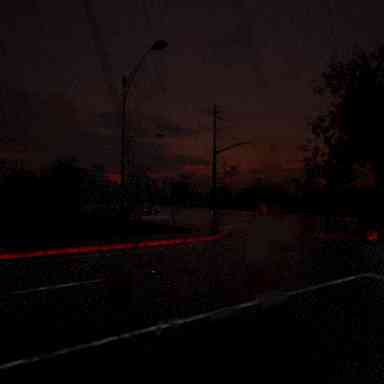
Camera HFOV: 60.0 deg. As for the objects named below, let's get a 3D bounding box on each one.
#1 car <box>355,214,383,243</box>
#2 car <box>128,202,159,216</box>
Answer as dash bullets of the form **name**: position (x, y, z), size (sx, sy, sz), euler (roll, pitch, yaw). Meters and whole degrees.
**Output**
- **car**: position (10.321, 1.714, 15.520), size (1.882, 1.535, 5.008), euler (1, -1, -39)
- **car**: position (-5.308, 1.752, 35.015), size (1.812, 1.442, 4.674), euler (1, 0, -39)
